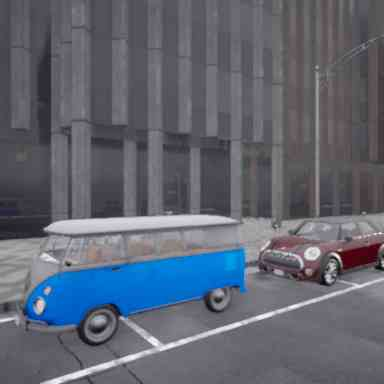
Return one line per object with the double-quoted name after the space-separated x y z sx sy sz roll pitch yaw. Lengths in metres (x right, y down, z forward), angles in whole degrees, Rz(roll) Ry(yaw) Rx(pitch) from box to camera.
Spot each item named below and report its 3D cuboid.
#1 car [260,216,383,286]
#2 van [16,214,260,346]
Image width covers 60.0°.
3.759 1.451 9.334 4.097 1.590 1.967 0 0 -36 "car"
-0.830 1.345 6.061 3.998 1.788 1.690 0 0 -36 "van"
